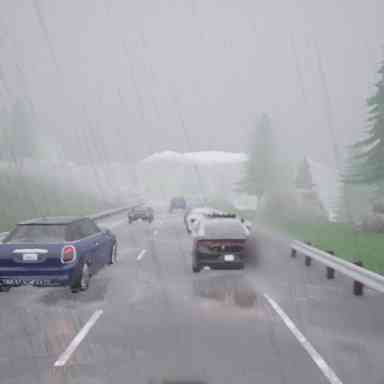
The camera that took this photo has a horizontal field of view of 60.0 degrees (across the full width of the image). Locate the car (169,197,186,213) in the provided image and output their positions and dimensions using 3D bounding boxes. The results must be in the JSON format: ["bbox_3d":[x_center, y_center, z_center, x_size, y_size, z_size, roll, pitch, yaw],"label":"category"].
[{"bbox_3d":[-1.929,1.695,45.410,2.150,2.045,5.566,0,-1,-3],"label":"car"}]

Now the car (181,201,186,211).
[{"bbox_3d":[0.272,1.790,27.371,1.837,1.490,4.892,0,-1,-3],"label":"car"}]

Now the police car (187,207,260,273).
[{"bbox_3d":[0.913,1.543,11.295,1.930,1.638,5.238,0,-1,-1],"label":"police car"}]

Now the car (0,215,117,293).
[{"bbox_3d":[-3.531,1.452,9.320,2.097,1.767,4.553,0,-1,-1],"label":"car"}]

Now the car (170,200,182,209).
[{"bbox_3d":[-2.812,2.162,58.959,2.033,1.411,5.357,0,-1,-4],"label":"car"}]

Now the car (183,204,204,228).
[{"bbox_3d":[0.575,1.748,21.303,1.812,1.442,4.674,0,-1,-3],"label":"car"}]

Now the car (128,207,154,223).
[{"bbox_3d":[-4.284,1.902,28.651,1.895,1.301,4.718,0,-1,-3],"label":"car"}]
